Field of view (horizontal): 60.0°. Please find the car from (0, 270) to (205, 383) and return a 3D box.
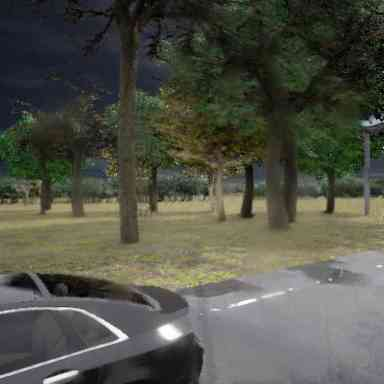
[{"bbox_3d":[-2.157,1.504,2.453,4.892,1.490,1.837,0,0,-36],"label":"car"}]
